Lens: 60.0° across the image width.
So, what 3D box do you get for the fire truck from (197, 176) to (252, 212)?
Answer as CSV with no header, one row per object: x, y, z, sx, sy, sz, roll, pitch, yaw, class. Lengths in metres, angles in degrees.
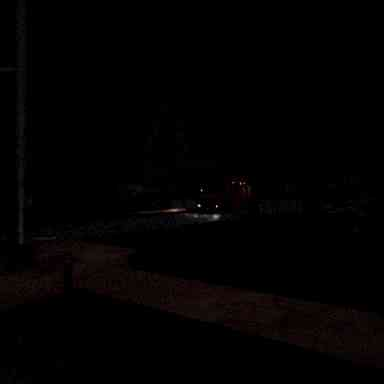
4.028,0.267,37.346,2.891,3.827,8.468,0,0,35,fire truck
